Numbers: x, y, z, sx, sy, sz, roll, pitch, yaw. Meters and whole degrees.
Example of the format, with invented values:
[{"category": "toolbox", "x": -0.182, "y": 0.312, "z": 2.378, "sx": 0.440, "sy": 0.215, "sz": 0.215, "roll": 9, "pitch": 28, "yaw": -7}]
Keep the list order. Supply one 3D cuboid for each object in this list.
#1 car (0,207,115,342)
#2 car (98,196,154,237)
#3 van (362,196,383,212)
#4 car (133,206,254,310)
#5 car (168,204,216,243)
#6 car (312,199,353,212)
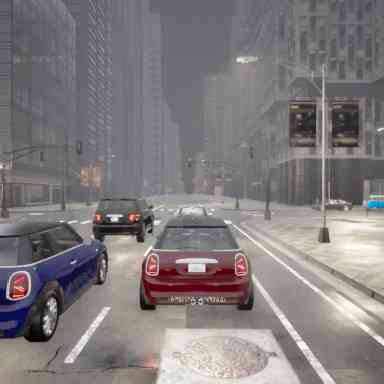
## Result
[{"category": "car", "x": -3.165, "y": 1.352, "z": 6.629, "sx": 2.097, "sy": 1.767, "sz": 4.553, "roll": 0, "pitch": 0, "yaw": 0}, {"category": "car", "x": -3.186, "y": 1.222, "z": 16.341, "sx": 2.150, "sy": 2.045, "sz": 5.566, "roll": 0, "pitch": 0, "yaw": 0}, {"category": "van", "x": 21.411, "y": 1.292, "z": 37.542, "sx": 3.998, "sy": 1.788, "sz": 1.690, "roll": 0, "pitch": 0, "yaw": 0}, {"category": "car", "x": 0.082, "y": 1.352, "z": 7.949, "sx": 2.097, "sy": 1.767, "sz": 4.553, "roll": 0, "pitch": 0, "yaw": 0}, {"category": "car", "x": 0.052, "y": 1.491, "z": 17.136, "sx": 2.128, "sy": 1.511, "sz": 4.902, "roll": 0, "pitch": 0, "yaw": 2}, {"category": "car", "x": 15.793, "y": 1.513, "z": 37.554, "sx": 4.403, "sy": 1.369, "sz": 2.008, "roll": 0, "pitch": 0, "yaw": 0}]
